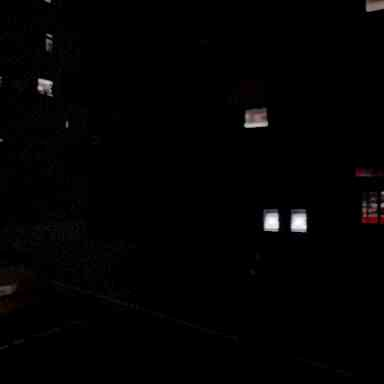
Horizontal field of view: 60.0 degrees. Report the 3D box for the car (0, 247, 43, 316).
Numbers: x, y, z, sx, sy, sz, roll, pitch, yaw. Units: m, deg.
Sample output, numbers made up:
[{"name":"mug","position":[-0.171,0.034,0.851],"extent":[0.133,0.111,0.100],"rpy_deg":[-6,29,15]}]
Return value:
[{"name":"car","position":[-4.806,1.506,6.612],"extent":[4.829,1.417,1.752],"rpy_deg":[0,-1,38]}]
